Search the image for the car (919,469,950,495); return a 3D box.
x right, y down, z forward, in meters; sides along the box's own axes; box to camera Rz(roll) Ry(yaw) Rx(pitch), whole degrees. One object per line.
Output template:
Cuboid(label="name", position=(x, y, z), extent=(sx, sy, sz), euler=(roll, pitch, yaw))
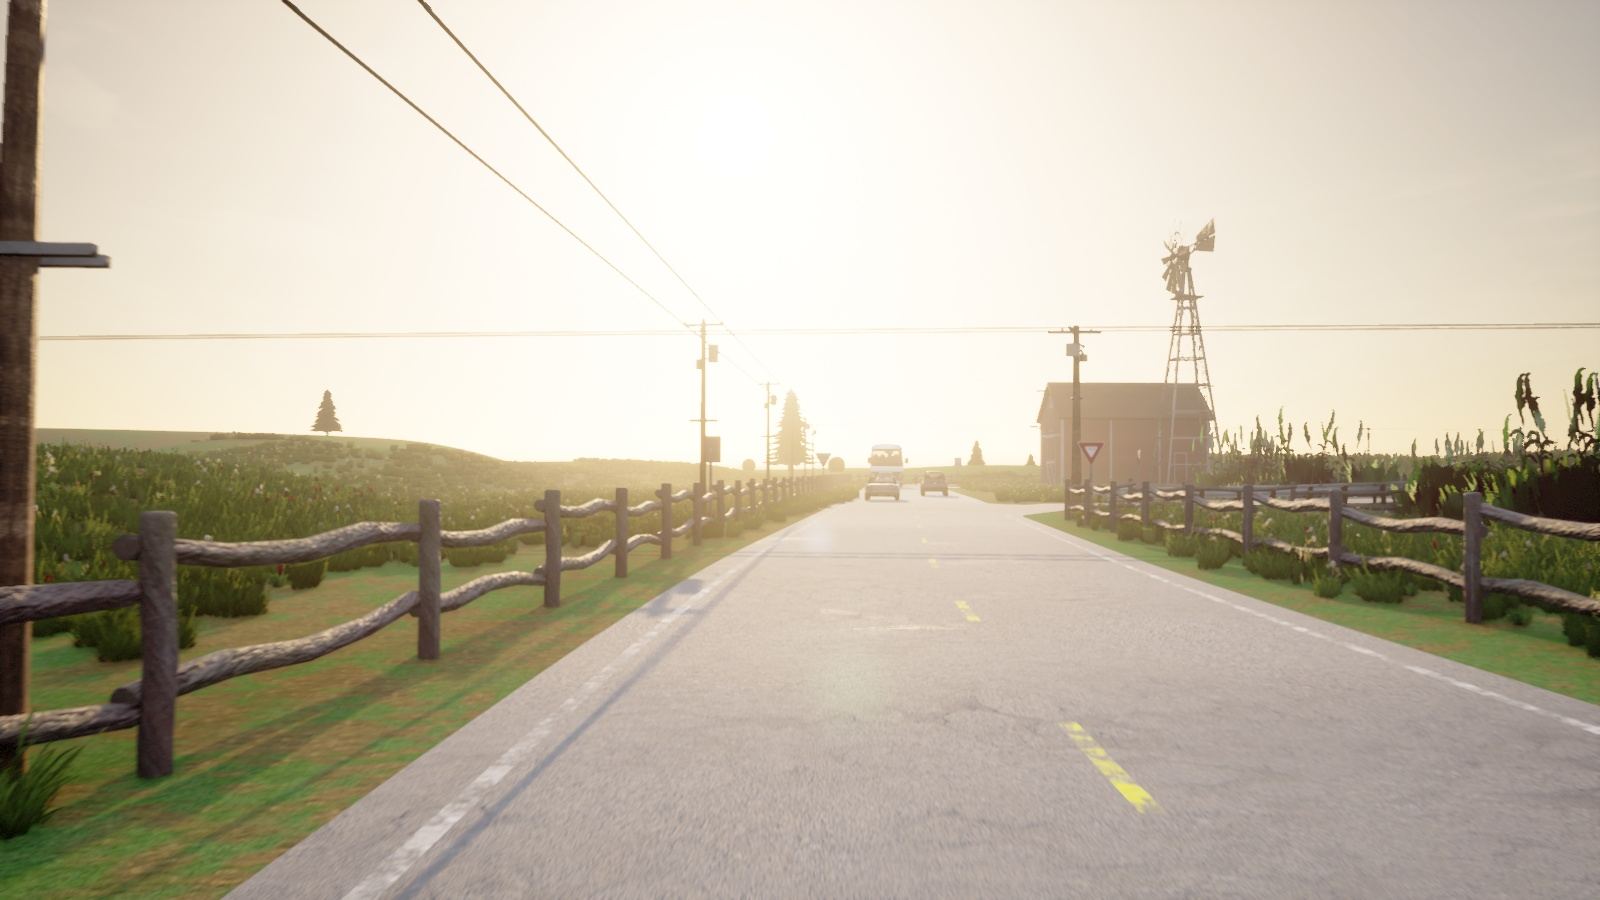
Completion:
Cuboid(label="car", position=(8.737, 2.047, 81.715), extent=(1.851, 1.617, 3.988), euler=(0, -1, 4))

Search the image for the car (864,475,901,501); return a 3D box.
Cuboid(label="car", position=(4.520, 2.040, 68.243), extent=(1.895, 1.301, 4.718), euler=(0, -1, 5))

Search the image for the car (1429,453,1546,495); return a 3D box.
Cuboid(label="car", position=(28.021, 0.968, 51.280), extent=(3.705, 1.549, 1.789), euler=(-2, -1, 6))
